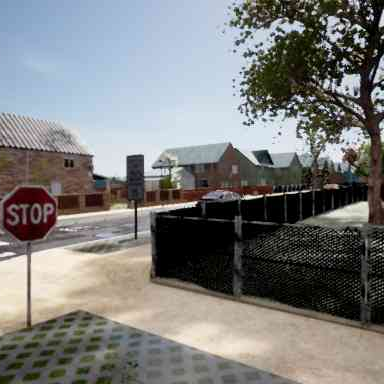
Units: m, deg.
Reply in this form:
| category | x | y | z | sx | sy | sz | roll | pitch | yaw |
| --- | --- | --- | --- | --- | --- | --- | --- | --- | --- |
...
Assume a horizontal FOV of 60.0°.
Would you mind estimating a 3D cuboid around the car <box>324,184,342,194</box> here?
| category | x | y | z | sx | sy | sz | roll | pitch | yaw |
| --- | --- | --- | --- | --- | --- | --- | --- | --- | --- |
| car | 19.861 | -0.368 | 46.729 | 1.882 | 1.535 | 5.008 | -1 | 2 | 36 |

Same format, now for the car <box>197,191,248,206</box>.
| category | x | y | z | sx | sy | sz | roll | pitch | yaw |
| --- | --- | --- | --- | --- | --- | --- | --- | --- | --- |
| car | 2.233 | 0.694 | 22.527 | 2.128 | 1.511 | 4.902 | 0 | 2 | 36 |
